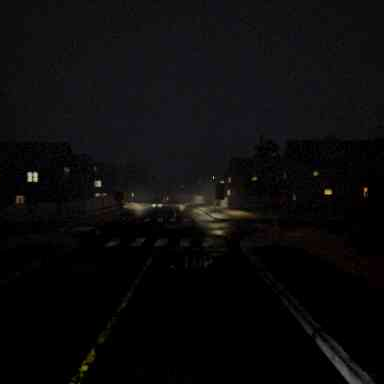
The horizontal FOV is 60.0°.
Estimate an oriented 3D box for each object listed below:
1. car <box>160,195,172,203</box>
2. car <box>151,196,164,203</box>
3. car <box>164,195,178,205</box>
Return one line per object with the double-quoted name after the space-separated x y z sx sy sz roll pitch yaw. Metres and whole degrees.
-5.798 1.566 74.718 2.097 1.767 4.553 0 -1 -12 "car"
-7.321 1.451 68.488 1.994 1.385 4.181 0 -1 -10 "car"
-3.860 1.796 64.871 1.895 1.301 4.718 0 0 -10 "car"
